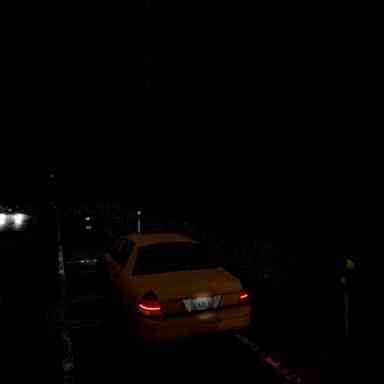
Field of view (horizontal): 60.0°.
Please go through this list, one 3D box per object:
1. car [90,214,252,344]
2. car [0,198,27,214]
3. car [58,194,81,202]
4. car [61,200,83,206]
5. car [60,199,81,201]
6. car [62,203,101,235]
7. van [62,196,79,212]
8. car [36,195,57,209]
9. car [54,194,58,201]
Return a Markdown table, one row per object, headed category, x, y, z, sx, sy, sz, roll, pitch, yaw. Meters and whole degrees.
| category | x | y | z | sx | sy | sz | roll | pitch | yaw |
| --- | --- | --- | --- | --- | --- | --- | --- | --- | --- |
| car | -0.831 | 1.457 | 6.788 | 1.801 | 1.575 | 5.366 | 0 | 0 | -22 |
| car | -19.583 | 1.602 | 36.298 | 1.895 | 1.301 | 4.718 | 0 | 0 | -22 |
| car | -12.305 | 1.316 | 34.096 | 2.192 | 1.841 | 5.009 | 0 | 0 | -22 |
| car | -8.126 | 1.551 | 23.869 | 2.008 | 1.369 | 4.403 | 0 | 0 | -22 |
| car | -10.216 | 1.567 | 28.982 | 1.947 | 1.339 | 4.313 | 0 | 0 | -22 |
| car | -6.037 | 1.551 | 18.756 | 2.008 | 1.369 | 4.403 | 0 | 0 | -22 |
| van | -14.395 | 1.342 | 39.209 | 1.690 | 1.788 | 3.998 | 0 | 0 | -22 |
| car | -19.680 | 1.549 | 44.693 | 2.033 | 1.411 | 5.357 | 0 | 0 | -24 |
| car | -31.263 | 1.469 | 79.729 | 1.967 | 1.590 | 4.097 | 0 | 0 | -23 |
